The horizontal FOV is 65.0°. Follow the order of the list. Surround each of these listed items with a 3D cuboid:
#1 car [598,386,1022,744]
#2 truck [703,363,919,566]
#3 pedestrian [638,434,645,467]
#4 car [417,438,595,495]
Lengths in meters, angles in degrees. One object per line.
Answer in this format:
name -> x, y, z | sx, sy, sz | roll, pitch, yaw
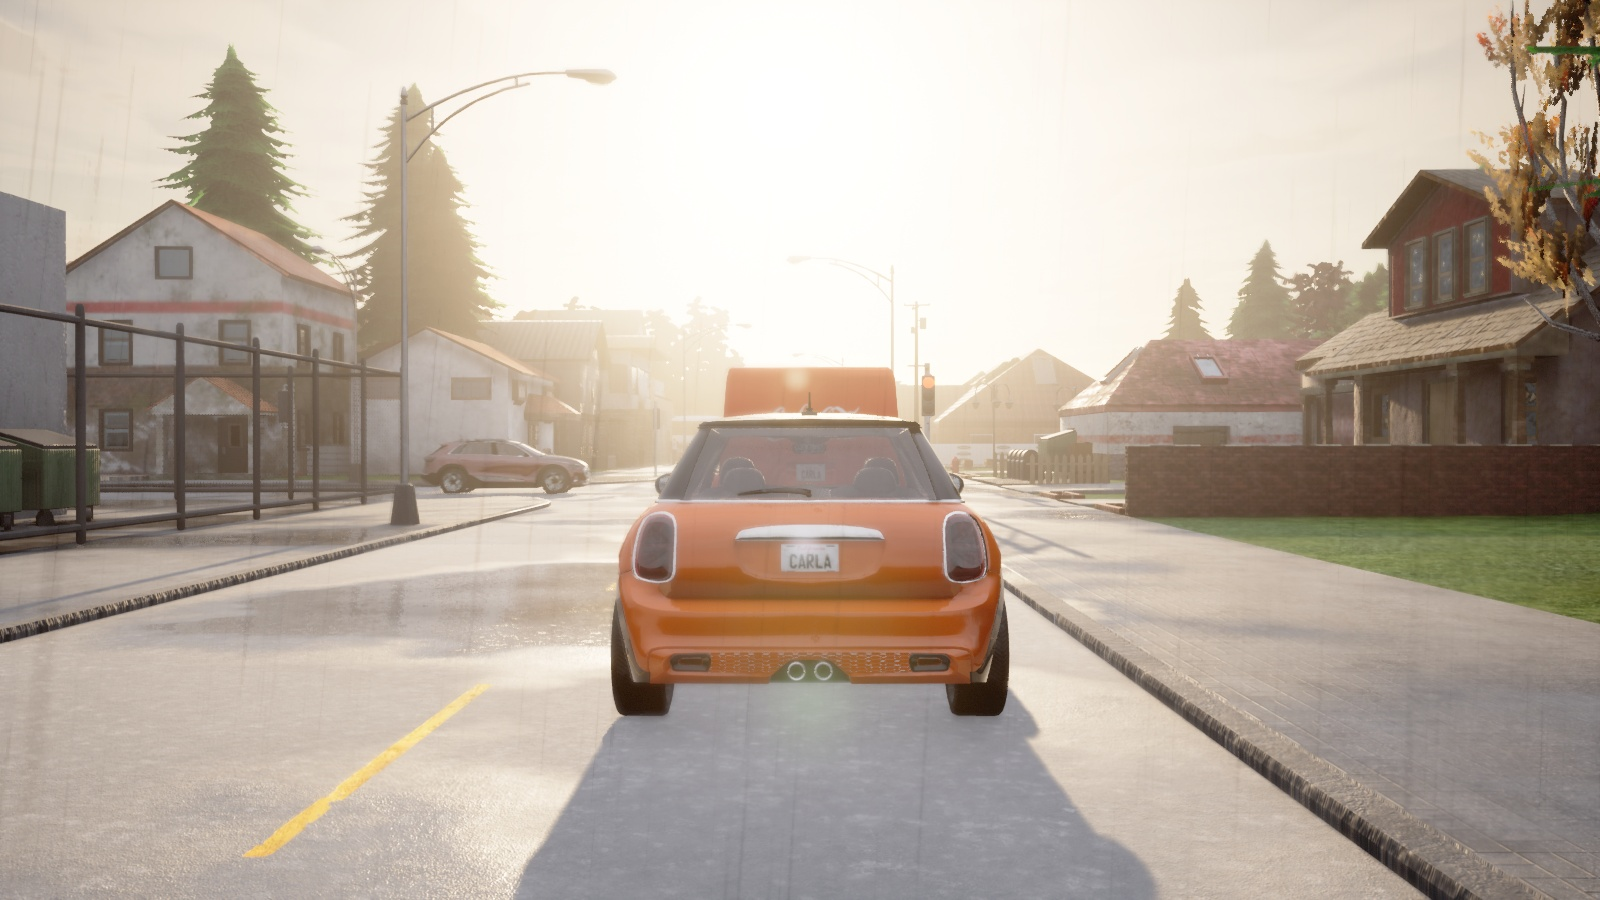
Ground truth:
car -> 0.062, 0.557, 8.482 | 2.097, 1.767, 4.553 | 0, 0, 0
truck -> 0.125, 0.159, 17.875 | 2.627, 2.467, 5.204 | 0, 0, 0
pedestrian -> -8.923, 0.051, 70.580 | 0.331, 1.846, 0.634 | 0, 0, -1
car -> -8.645, 0.459, 37.304 | 4.856, 1.649, 2.033 | 0, 0, -3
